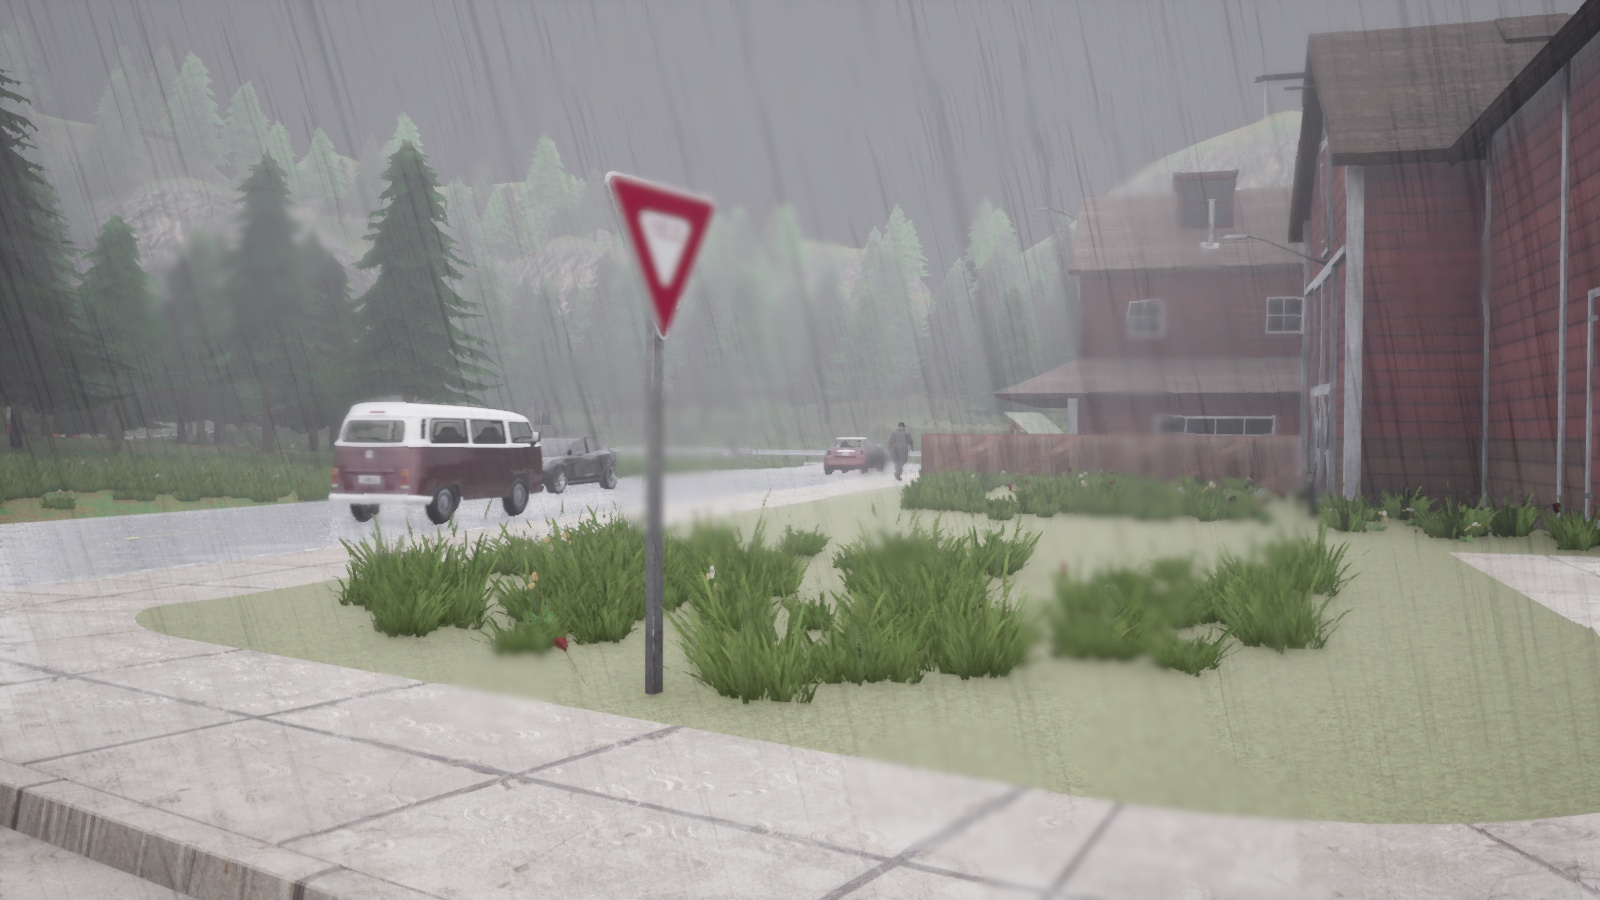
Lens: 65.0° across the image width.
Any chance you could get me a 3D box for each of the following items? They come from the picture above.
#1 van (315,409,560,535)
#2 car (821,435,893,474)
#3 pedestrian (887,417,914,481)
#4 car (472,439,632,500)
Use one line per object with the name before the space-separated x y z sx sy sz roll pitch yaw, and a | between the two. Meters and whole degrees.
van | -6.349 0.329 22.616 2.069 2.038 4.480 0 1 17
car | 2.319 0.145 50.276 1.970 1.475 3.806 0 1 17
pedestrian | 3.121 -0.038 38.982 0.659 1.952 0.873 0 1 17
car | -6.538 0.475 33.713 2.163 1.488 4.792 0 1 17
